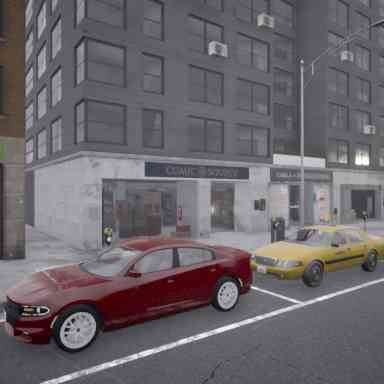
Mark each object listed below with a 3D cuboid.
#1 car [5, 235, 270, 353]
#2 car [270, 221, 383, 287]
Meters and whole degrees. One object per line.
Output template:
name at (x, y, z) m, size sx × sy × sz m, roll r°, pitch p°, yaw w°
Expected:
car at (-0.867, 1.545, 6.132) m, size 4.507 × 1.381 × 1.887 m, roll 0°, pitch 0°, yaw -35°
car at (3.626, 1.525, 9.302) m, size 4.829 × 1.417 × 1.752 m, roll 0°, pitch 0°, yaw -35°
